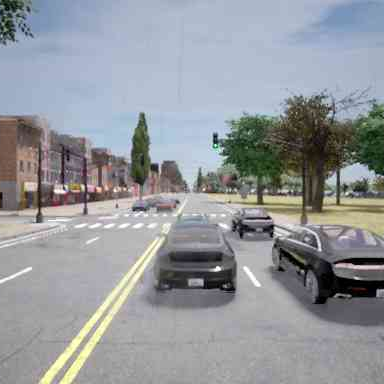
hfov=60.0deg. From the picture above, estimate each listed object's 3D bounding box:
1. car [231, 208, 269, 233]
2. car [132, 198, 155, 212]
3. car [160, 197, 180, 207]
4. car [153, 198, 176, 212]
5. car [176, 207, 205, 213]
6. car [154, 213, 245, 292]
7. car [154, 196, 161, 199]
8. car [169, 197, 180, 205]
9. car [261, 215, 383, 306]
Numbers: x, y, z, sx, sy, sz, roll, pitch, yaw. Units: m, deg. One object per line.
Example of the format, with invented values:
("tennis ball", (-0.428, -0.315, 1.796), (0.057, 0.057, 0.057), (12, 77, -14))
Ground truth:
("car", (3.306, 1.641, 18.726), (2.128, 1.511, 4.902), (0, 0, 0))
("car", (-6.598, 1.780, 43.698), (2.033, 1.411, 5.357), (0, 0, 0))
("car", (-3.349, 1.771, 50.779), (1.994, 1.385, 4.181), (0, 0, 0))
("car", (-3.351, 1.836, 41.973), (1.895, 1.301, 4.718), (0, 0, 0))
("car", (0.060, 1.754, 19.243), (1.895, 1.301, 4.718), (0, 0, 0))
("car", (0.083, 1.562, 9.053), (1.837, 1.490, 4.892), (0, 0, 0))
("car", (-6.593, 1.697, 53.521), (1.837, 1.490, 4.892), (0, 0, 0))
("car", (-3.304, 1.731, 63.742), (1.895, 1.301, 4.718), (0, 0, 1))
("car", (3.331, 1.540, 8.142), (2.128, 1.511, 4.902), (0, 0, 0))
